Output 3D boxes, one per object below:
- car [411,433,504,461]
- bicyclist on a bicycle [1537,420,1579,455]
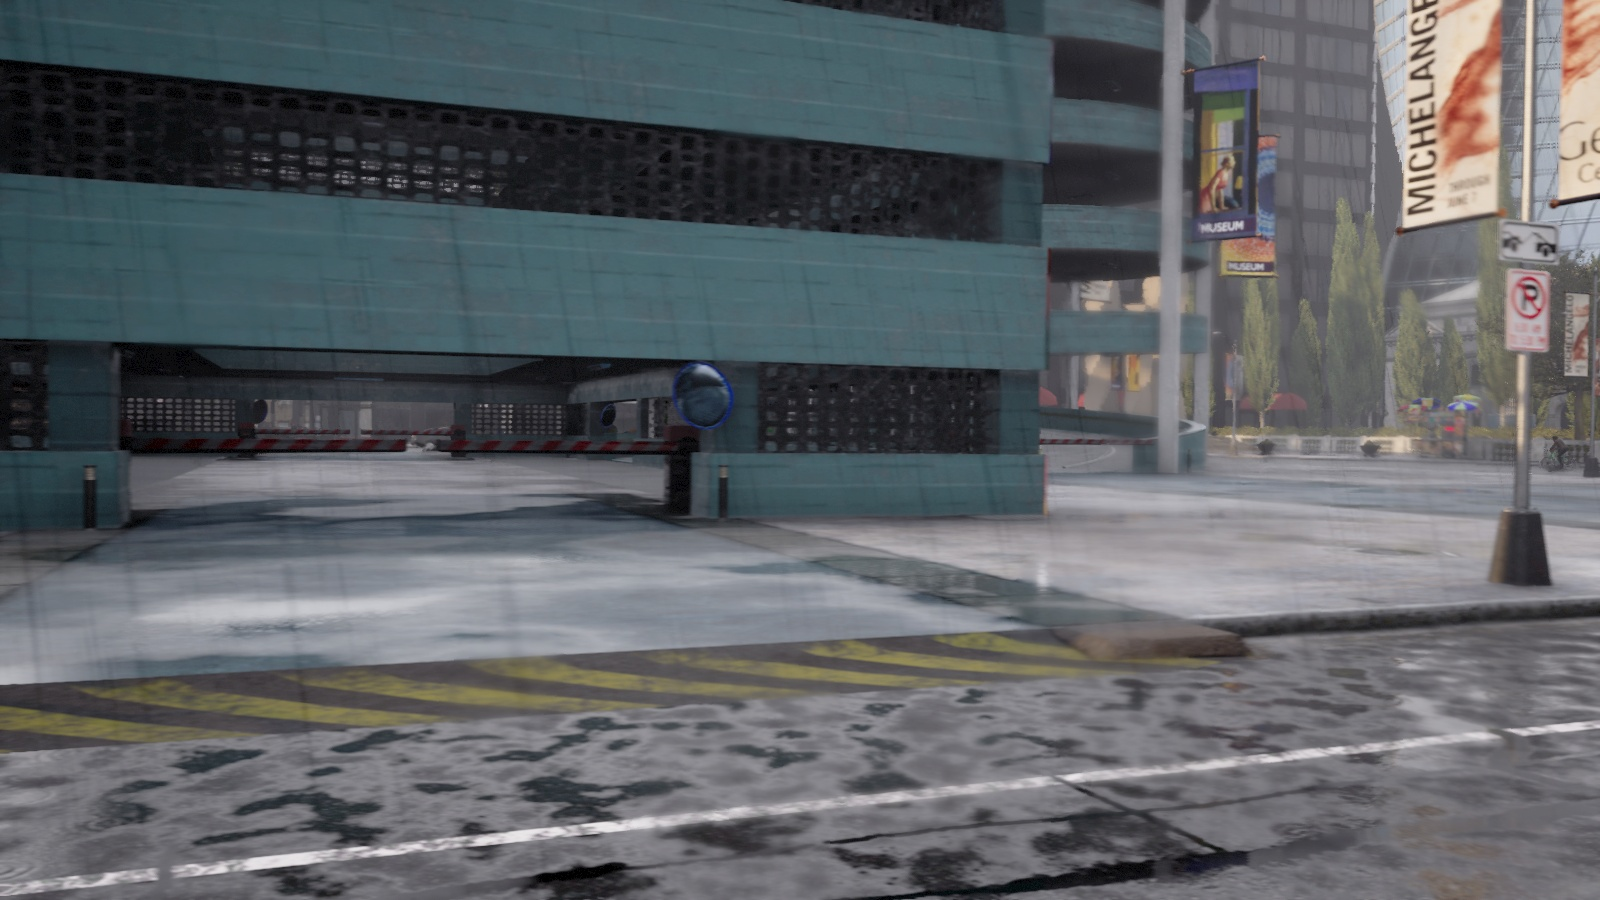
[{"bbox_3d":[-19.491,-0.201,71.542,4.902,1.511,2.128,-1,1,-21],"label":"car"},{"bbox_3d":[35.381,-0.591,58.629,0.582,1.620,1.656,-1,1,-25],"label":"bicyclist on a bicycle"}]
